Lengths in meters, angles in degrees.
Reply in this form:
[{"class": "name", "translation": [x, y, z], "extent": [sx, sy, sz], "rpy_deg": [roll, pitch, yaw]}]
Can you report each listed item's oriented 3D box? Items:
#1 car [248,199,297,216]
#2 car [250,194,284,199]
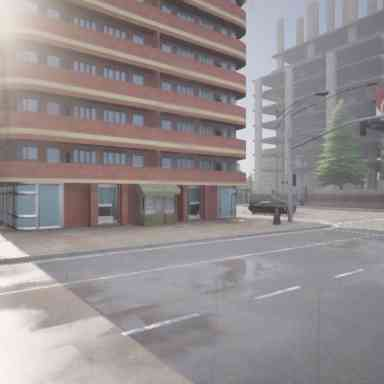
[{"class": "car", "translation": [7.815, 1.601, 32.414], "extent": [1.895, 1.301, 4.718], "rpy_deg": [0, 0, -36]}, {"class": "car", "translation": [8.782, 1.221, 37.015], "extent": [2.150, 2.045, 5.566], "rpy_deg": [0, 0, -36]}]
